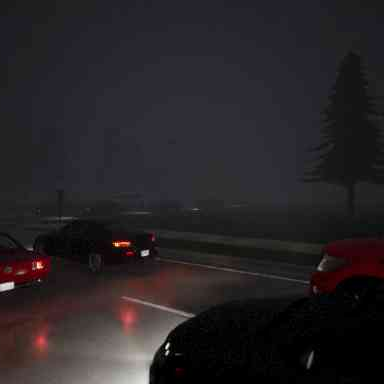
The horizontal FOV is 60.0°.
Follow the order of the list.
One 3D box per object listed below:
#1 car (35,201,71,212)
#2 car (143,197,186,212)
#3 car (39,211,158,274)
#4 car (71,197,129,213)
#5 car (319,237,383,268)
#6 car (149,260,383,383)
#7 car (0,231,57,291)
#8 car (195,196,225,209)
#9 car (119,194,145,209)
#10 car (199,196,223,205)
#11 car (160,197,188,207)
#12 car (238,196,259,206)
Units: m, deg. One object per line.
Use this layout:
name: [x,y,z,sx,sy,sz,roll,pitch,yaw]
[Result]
car: [-14.167,1.601,35.528,1.895,1.301,4.718,0,0,37]
car: [-3.130,1.526,38.636,1.812,1.442,4.674,0,0,37]
car: [-3.155,1.526,10.572,4.674,1.442,1.812,0,0,36]
car: [-8.544,1.526,31.327,1.812,1.442,4.674,0,0,36]
car: [4.716,1.221,4.902,5.566,2.045,2.150,0,0,36]
car: [1.624,1.564,2.823,4.181,1.385,1.994,0,0,36]
car: [-5.490,1.601,7.943,4.718,1.301,1.895,0,0,36]
car: [2.571,1.547,46.341,2.033,1.411,5.357,0,0,37]
car: [-8.356,1.221,43.370,2.150,2.045,5.566,0,0,37]
car: [3.474,1.477,59.258,1.882,1.535,5.008,0,0,37]
car: [-2.684,1.526,50.982,1.812,1.442,4.674,0,0,36]
car: [9.500,1.478,55.627,1.882,1.535,5.008,0,0,37]
